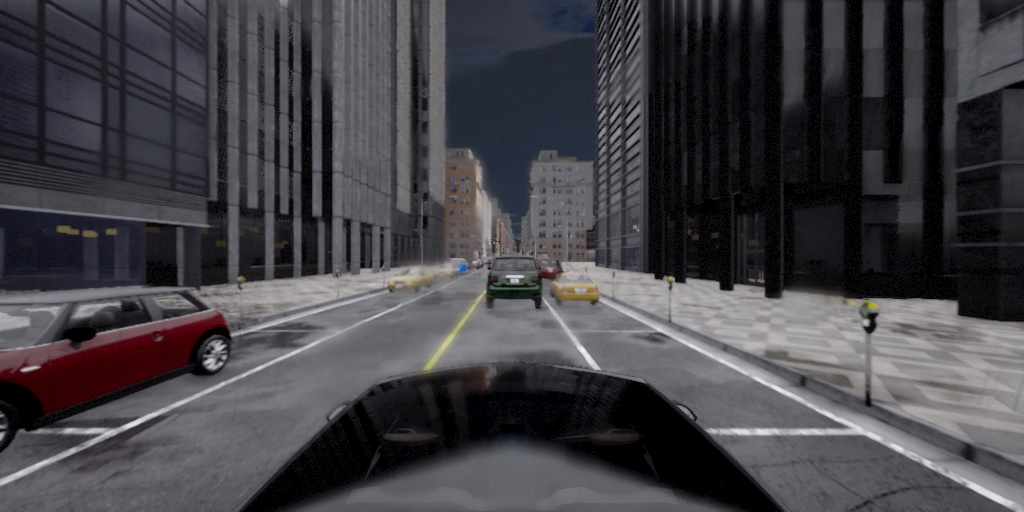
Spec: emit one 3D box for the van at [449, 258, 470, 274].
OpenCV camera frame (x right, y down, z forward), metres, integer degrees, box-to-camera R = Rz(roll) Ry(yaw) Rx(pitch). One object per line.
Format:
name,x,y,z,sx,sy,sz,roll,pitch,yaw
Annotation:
van,-5.870,1.129,38.353,1.690,1.789,3.998,0,0,0

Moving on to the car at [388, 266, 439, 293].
car,-5.868,1.296,21.225,1.751,1.417,4.829,0,0,1

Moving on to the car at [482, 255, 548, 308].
car,0.097,0.984,15.438,2.150,2.045,5.566,0,0,0

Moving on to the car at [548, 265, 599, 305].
car,2.667,1.289,15.982,1.751,1.417,4.829,0,0,1

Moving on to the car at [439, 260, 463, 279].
car,-5.869,1.309,32.541,1.751,1.417,4.829,0,0,0

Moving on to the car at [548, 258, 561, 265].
car,2.660,1.094,27.054,2.192,1.841,5.009,0,0,0

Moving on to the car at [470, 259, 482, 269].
car,-5.876,1.368,55.274,1.802,1.307,4.207,0,0,0

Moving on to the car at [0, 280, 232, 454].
car,-5.859,1.191,4.513,1.967,1.591,4.097,0,0,0
